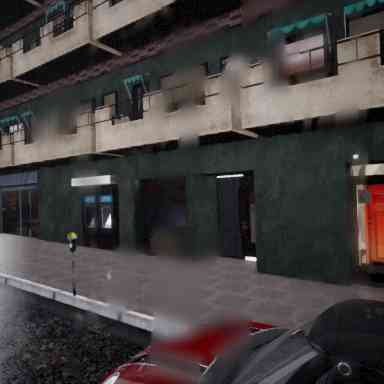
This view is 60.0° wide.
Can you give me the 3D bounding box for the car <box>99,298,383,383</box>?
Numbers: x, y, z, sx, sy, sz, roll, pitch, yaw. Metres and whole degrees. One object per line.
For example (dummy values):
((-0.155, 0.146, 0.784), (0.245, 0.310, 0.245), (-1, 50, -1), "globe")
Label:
((1.116, 1.441, 1.959), (4.097, 1.590, 1.967), (0, -2, 36), "car")
